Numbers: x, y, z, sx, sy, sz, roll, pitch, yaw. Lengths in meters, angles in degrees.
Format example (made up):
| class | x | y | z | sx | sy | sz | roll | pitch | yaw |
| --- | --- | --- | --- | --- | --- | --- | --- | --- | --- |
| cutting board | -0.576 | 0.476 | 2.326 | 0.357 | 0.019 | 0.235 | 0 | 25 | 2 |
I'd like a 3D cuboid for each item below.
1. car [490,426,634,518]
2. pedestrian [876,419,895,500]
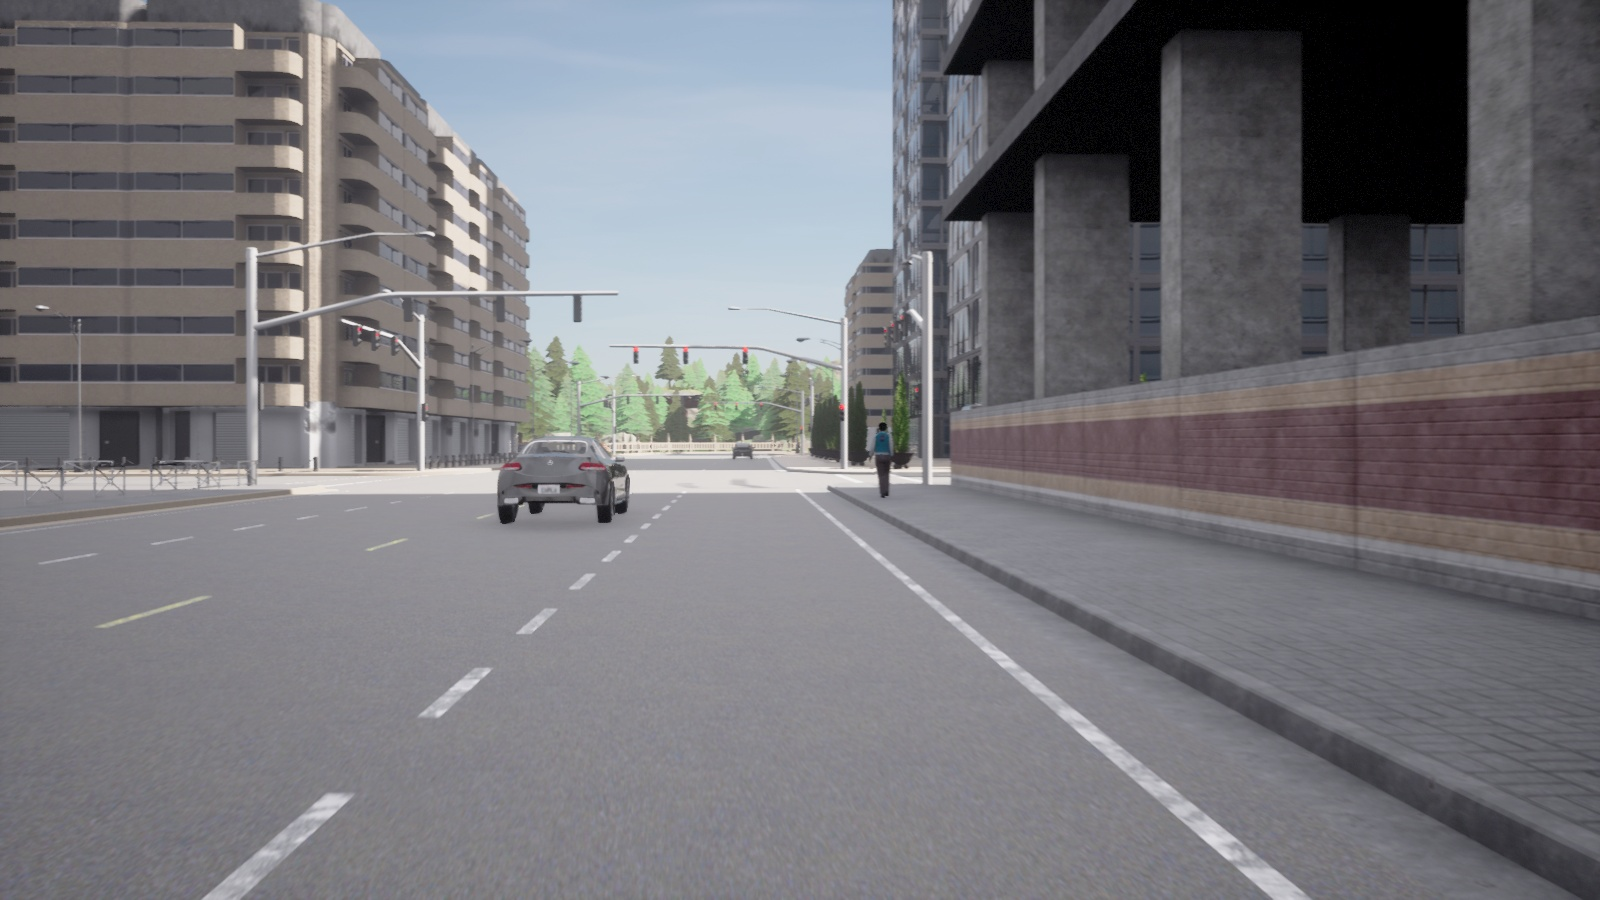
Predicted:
| class | x | y | z | sx | sy | sz | roll | pitch | yaw |
| --- | --- | --- | --- | --- | --- | --- | --- | --- | --- |
| car | -4.612 | 0.381 | 25.149 | 2.152 | 1.651 | 5.027 | 0 | 0 | -3 |
| pedestrian | 2.065 | 0.230 | 30.246 | 0.396 | 1.930 | 0.692 | 0 | 0 | 8 |
